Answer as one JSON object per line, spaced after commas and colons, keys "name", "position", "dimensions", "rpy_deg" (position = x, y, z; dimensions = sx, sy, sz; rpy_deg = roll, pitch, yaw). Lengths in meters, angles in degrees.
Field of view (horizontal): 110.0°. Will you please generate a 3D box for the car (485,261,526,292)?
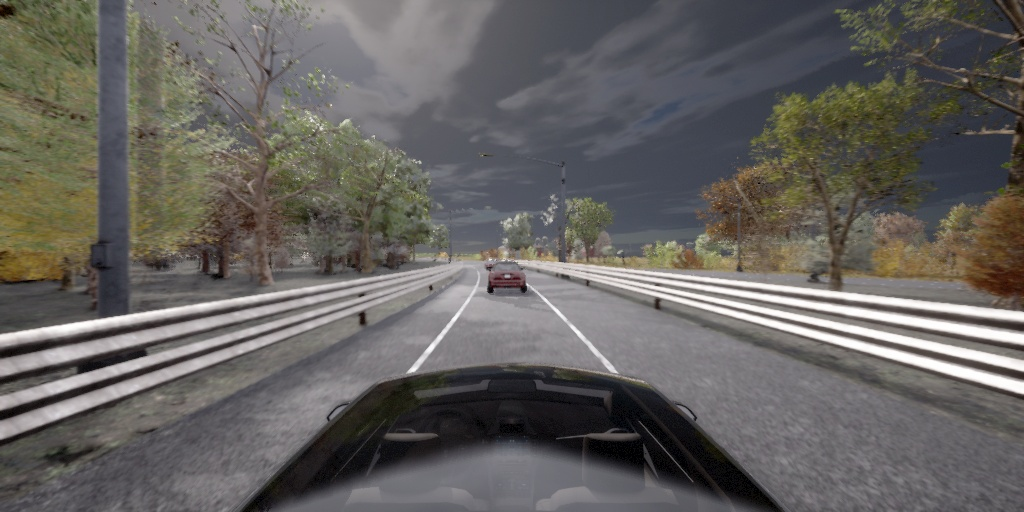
{"name": "car", "position": [-0.373, 1.114, 21.481], "dimensions": [2.097, 1.767, 4.553], "rpy_deg": [0, 0, -3]}
